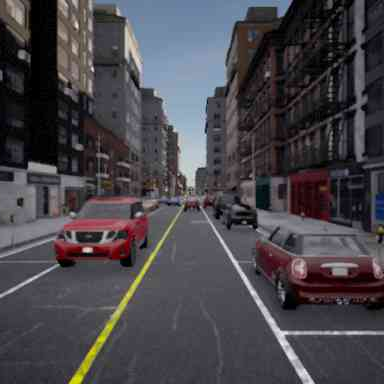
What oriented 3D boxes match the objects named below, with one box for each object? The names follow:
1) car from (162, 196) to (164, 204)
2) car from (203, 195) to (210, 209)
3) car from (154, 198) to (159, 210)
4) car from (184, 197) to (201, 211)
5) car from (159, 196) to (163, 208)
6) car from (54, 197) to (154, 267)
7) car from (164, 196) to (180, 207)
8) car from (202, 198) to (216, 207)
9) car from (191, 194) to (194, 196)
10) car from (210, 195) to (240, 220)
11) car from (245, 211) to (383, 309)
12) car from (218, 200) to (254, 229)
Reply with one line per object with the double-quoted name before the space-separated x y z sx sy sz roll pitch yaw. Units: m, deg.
"car" -5.414 1.491 62.408 1.967 1.590 4.097 0 0 0
"car" 2.618 1.341 46.048 2.192 1.841 5.009 0 0 0
"car" -5.404 1.547 40.424 1.752 1.417 4.829 0 0 0
"car" 0.021 1.527 40.776 1.837 1.490 4.892 0 0 1
"car" -5.406 1.608 46.047 1.802 1.307 4.206 0 0 0
"car" -2.846 1.230 11.804 2.150 2.045 5.566 0 0 0
"car" -2.847 1.511 51.819 1.882 1.535 5.008 0 0 0
"car" 2.616 1.599 51.501 1.947 1.339 4.313 0 0 0
"car" -0.001 1.512 52.191 1.882 1.535 5.008 0 0 0
"car" 2.970 1.243 28.583 2.150 2.045 5.566 0 0 0
"car" 2.635 1.445 7.867 1.967 1.590 4.097 0 0 0
"car" 3.012 1.515 21.553 1.837 1.490 4.892 0 0 0
